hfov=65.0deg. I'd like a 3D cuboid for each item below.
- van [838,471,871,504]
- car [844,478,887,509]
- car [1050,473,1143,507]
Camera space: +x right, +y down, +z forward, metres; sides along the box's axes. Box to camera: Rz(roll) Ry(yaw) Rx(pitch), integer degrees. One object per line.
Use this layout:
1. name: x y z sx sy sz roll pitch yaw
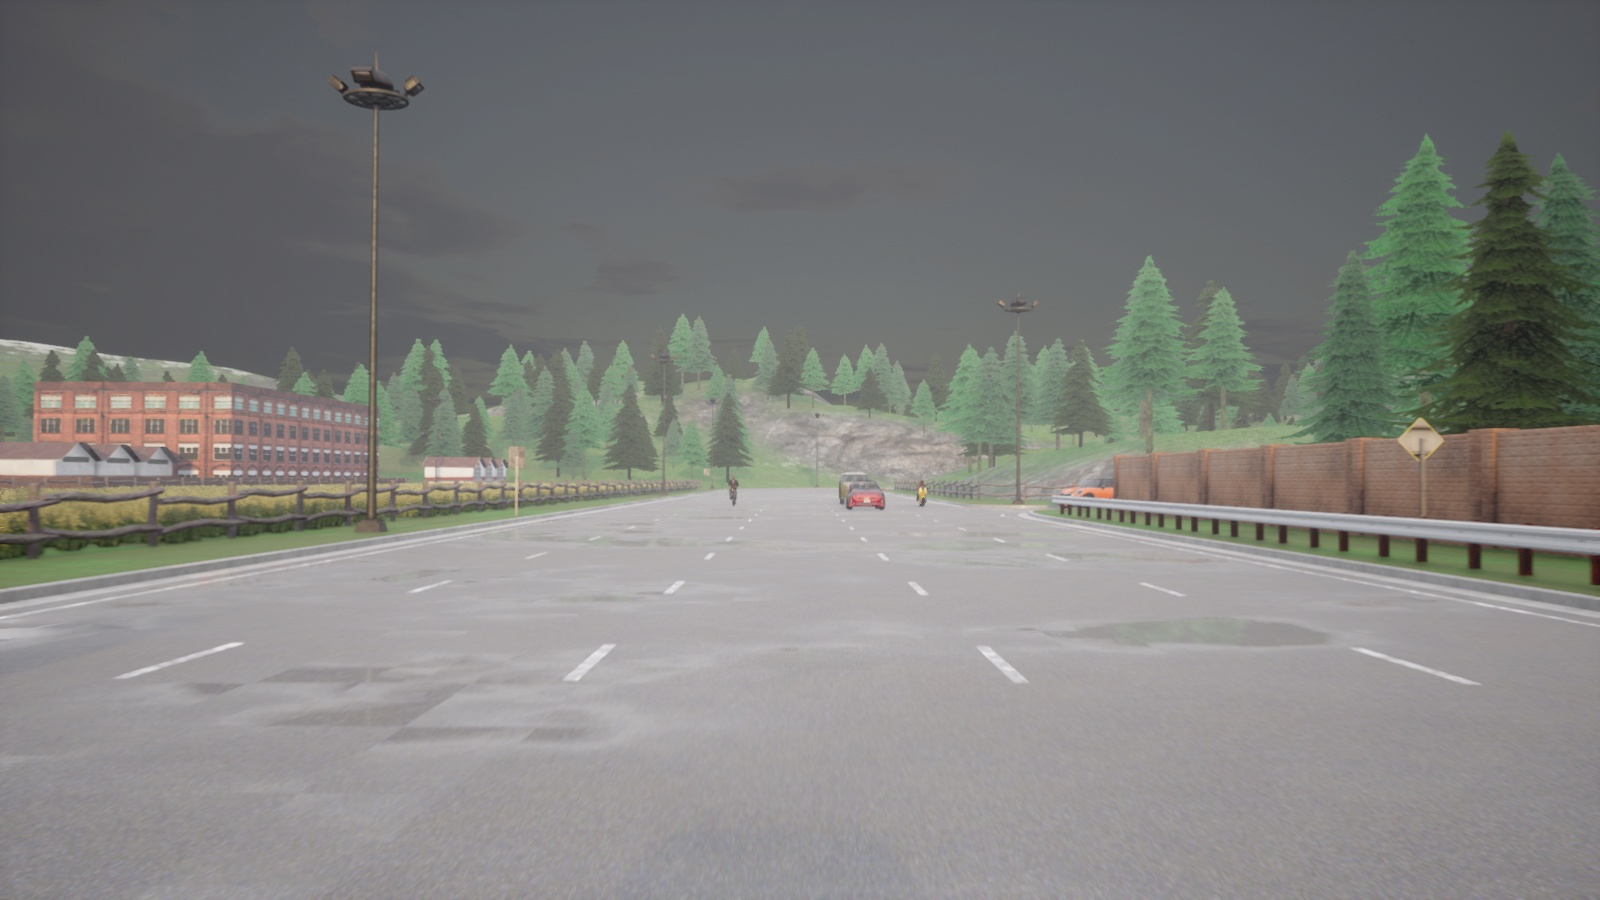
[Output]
1. van: 3.329 2.306 77.167 1.775 1.987 4.442 0 -1 0
2. car: 3.356 2.224 64.991 2.007 1.525 4.514 0 -1 0
3. car: 15.989 2.146 67.687 4.553 1.767 2.097 0 -1 -27
